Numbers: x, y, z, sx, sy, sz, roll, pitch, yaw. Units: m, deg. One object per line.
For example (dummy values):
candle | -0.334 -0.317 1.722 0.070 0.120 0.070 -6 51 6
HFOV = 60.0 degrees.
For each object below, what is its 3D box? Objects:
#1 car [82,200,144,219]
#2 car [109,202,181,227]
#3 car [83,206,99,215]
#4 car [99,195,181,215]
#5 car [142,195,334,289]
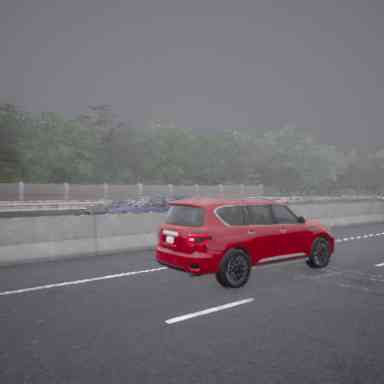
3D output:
car | -6.872 1.467 29.181 4.892 1.490 1.837 0 0 -35
car | -3.191 1.490 23.202 4.674 1.442 1.812 0 0 -36
car | -5.874 1.567 25.598 4.718 1.301 1.895 0 0 -35
car | -2.236 1.190 19.597 5.566 2.045 2.150 0 0 -35
car | 1.664 1.201 9.361 5.566 2.045 2.150 0 0 -36
